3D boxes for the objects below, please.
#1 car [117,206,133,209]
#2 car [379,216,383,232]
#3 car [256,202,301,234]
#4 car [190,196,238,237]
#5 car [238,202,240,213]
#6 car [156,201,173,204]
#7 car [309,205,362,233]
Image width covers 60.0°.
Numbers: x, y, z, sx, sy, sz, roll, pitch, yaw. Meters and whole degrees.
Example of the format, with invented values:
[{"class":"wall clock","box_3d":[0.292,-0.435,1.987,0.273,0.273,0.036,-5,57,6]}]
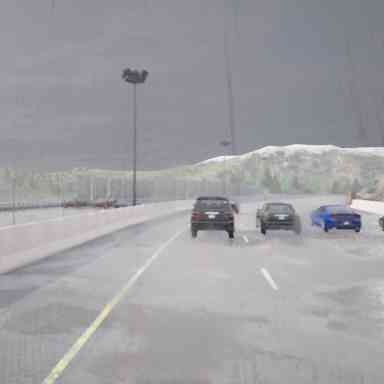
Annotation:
[{"class":"car","box_3d":[-8.529,1.588,44.135,1.895,1.301,4.718,0,0,14]},{"class":"car","box_3d":[11.758,1.594,17.783,1.994,1.385,4.181,0,0,6]},{"class":"car","box_3d":[4.918,1.366,19.465,2.097,1.767,4.553,0,0,6]},{"class":"car","box_3d":[1.203,1.227,18.125,2.150,2.045,5.566,0,0,6]},{"class":"car","box_3d":[4.186,1.541,36.153,1.812,1.442,4.674,0,0,12]},{"class":"car","box_3d":[-4.001,1.501,47.599,1.837,1.490,4.892,0,1,16]},{"class":"car","box_3d":[8.503,1.500,20.108,1.882,1.535,5.008,0,0,7]}]
